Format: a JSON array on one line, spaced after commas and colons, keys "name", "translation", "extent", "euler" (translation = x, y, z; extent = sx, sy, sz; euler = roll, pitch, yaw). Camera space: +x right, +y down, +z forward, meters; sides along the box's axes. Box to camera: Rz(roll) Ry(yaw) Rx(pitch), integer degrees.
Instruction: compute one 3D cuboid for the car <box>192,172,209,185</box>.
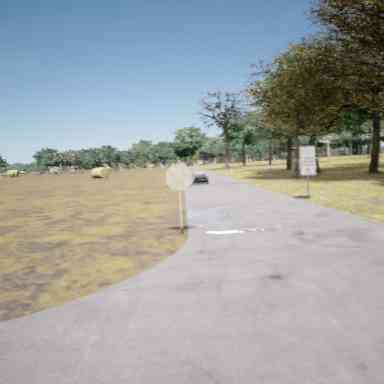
[{"name": "car", "translation": [0.830, -1.573, 38.049], "extent": [1.895, 1.301, 4.718], "euler": [-3, 5, -2]}]
